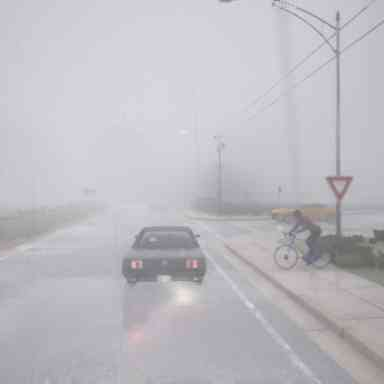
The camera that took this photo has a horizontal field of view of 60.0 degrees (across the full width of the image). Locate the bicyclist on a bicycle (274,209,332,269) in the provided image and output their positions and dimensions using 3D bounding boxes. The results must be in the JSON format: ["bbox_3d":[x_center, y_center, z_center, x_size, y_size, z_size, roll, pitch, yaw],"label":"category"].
[{"bbox_3d":[3.020,1.296,9.045,1.656,1.620,0.582,0,0,-6],"label":"bicyclist on a bicycle"}]

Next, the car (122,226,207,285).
[{"bbox_3d":[-0.691,1.605,9.479,1.895,1.301,4.718,0,0,-2],"label":"car"}]

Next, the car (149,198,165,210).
[{"bbox_3d":[-4.651,1.549,43.549,1.812,1.442,4.674,0,0,-7],"label":"car"}]

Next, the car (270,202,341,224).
[{"bbox_3d":[8.179,1.466,24.069,5.008,1.535,1.882,0,0,-7],"label":"car"}]

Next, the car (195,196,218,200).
[{"bbox_3d":[2.968,1.425,62.458,5.008,1.535,1.882,0,-1,-31],"label":"car"}]
